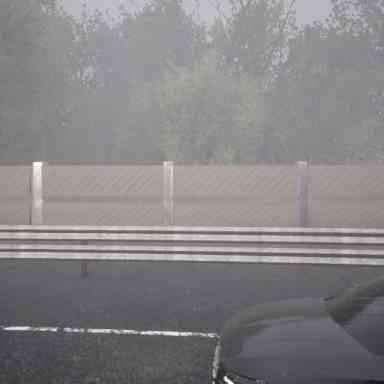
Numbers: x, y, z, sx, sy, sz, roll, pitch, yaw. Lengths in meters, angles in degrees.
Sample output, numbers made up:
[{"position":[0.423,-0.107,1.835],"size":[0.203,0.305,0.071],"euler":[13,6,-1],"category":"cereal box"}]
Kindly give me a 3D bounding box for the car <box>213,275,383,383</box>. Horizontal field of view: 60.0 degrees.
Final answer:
[{"position":[2.637,1.505,3.074],"size":[4.892,1.490,1.837],"euler":[0,0,6],"category":"car"}]
